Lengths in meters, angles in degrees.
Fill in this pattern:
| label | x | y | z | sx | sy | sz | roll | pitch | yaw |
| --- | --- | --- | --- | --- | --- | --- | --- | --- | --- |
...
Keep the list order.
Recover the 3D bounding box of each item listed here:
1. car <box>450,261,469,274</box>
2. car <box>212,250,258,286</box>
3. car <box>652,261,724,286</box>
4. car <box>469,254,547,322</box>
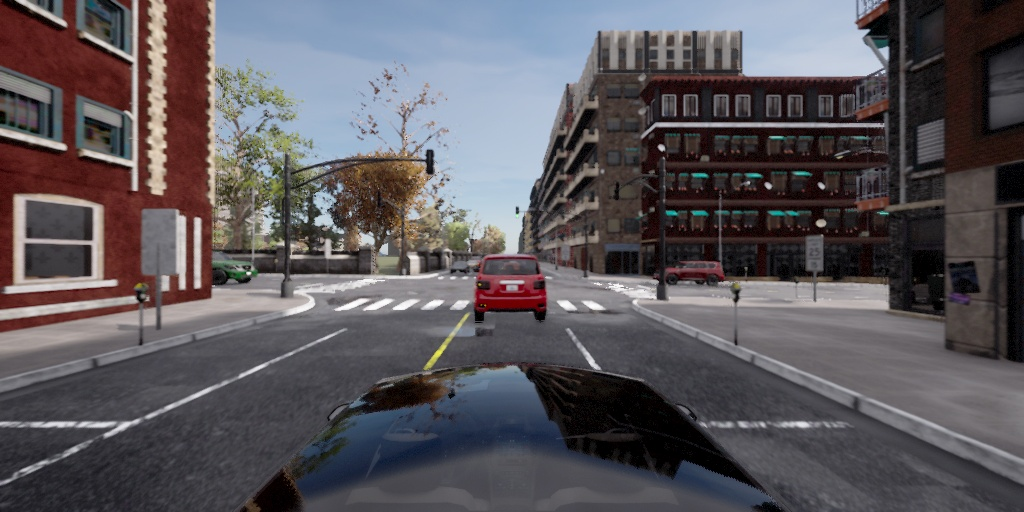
| label | x | y | z | sx | sy | sz | roll | pitch | yaw |
| --- | --- | --- | --- | --- | --- | --- | --- | --- | --- |
| car | -5.693 | 1.260 | 39.721 | 1.948 | 1.339 | 4.313 | 0 | 0 | 0 |
| car | -18.354 | 0.631 | 21.314 | 5.566 | 2.045 | 2.150 | 1 | 0 | 1 |
| car | 13.447 | 1.306 | 27.382 | 5.009 | 1.841 | 2.192 | 0 | 0 | -1 |
| car | -0.171 | 0.952 | 12.373 | 2.150 | 2.045 | 5.566 | 0 | 0 | -4 |
